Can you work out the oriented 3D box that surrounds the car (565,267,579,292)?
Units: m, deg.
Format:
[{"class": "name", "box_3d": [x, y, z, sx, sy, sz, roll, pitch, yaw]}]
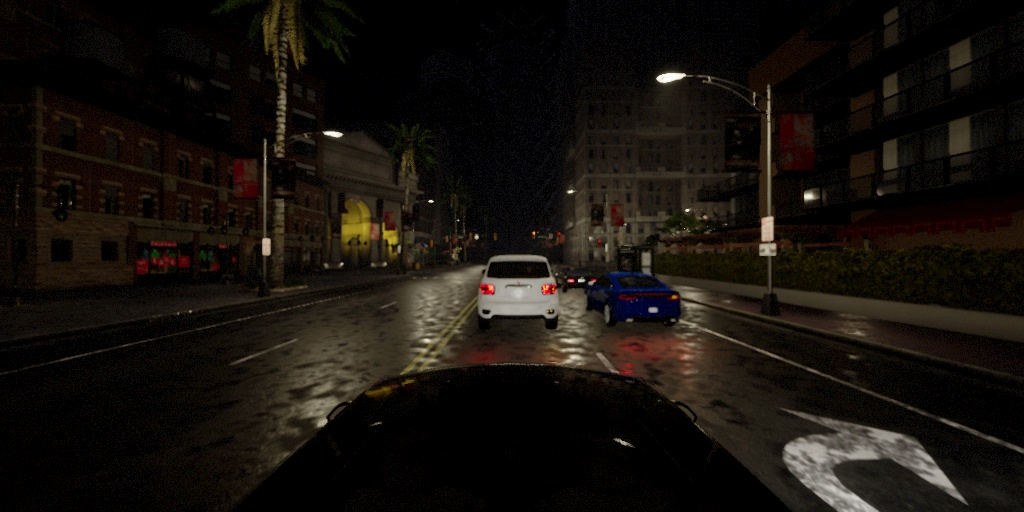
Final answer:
[{"class": "car", "box_3d": [3.763, 1.371, 21.661, 2.033, 1.411, 5.357, 0, 0, 0]}]

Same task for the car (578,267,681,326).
[{"class": "car", "box_3d": [3.688, 1.265, 11.836, 1.882, 1.535, 5.008, 0, 0, 0]}]

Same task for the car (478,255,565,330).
[{"class": "car", "box_3d": [0.179, 1.006, 11.483, 2.150, 2.045, 5.566, 0, 0, 0]}]
